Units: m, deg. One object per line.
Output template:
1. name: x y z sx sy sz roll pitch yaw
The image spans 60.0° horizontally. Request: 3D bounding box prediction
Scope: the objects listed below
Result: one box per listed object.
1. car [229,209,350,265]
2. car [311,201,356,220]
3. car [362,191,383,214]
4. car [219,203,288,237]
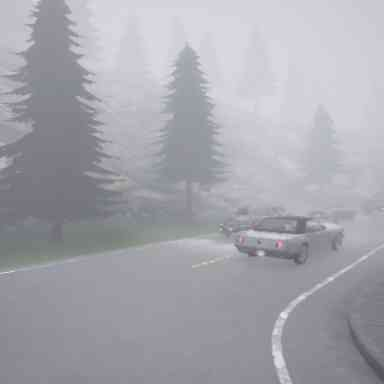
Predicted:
1. car: 3.518 1.476 11.339 1.895 1.301 4.718 0 1 43
2. car: 9.549 1.302 22.815 4.181 1.385 1.994 -1 1 -44
3. car: 17.067 0.865 28.426 5.566 2.045 2.150 -1 1 -26
4. car: 3.257 1.340 16.161 1.837 1.490 4.892 0 1 42
